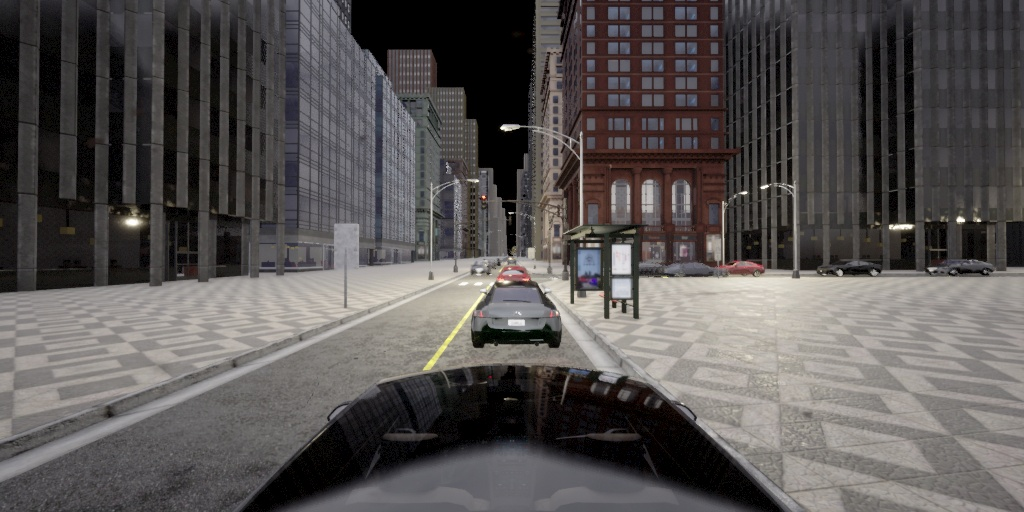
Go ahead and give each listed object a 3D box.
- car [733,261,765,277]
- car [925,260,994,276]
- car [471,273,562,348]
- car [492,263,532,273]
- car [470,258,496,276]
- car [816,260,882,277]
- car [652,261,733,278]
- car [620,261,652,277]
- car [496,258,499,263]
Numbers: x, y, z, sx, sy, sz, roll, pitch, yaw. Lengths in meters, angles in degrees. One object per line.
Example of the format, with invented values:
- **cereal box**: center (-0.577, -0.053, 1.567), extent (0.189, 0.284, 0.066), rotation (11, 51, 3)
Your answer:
- **car**: center (20.798, 1.194, 33.208), extent (4.674, 1.442, 1.812), rotation (0, -1, 0)
- **car**: center (41.293, 1.081, 33.149), extent (4.902, 1.511, 2.128), rotation (0, -1, 1)
- **car**: center (0.096, 1.314, 9.243), extent (1.994, 1.385, 4.181), rotation (0, 0, 0)
- **car**: center (0.112, 1.269, 19.078), extent (1.812, 1.442, 4.674), rotation (0, 0, 1)
- **car**: center (-3.110, 1.206, 36.264), extent (2.128, 1.511, 4.902), rotation (0, 0, 0)
- **car**: center (31.100, 1.109, 33.192), extent (5.008, 1.535, 1.882), rotation (0, -1, 0)
- **car**: center (14.957, 1.201, 29.929), extent (5.357, 1.411, 2.033), rotation (0, -1, -1)
- **car**: center (11.861, 1.225, 33.210), extent (4.674, 1.442, 1.812), rotation (0, -1, -2)
- **car**: center (-3.110, 1.188, 49.843), extent (1.837, 1.490, 4.892), rotation (0, 0, 0)
